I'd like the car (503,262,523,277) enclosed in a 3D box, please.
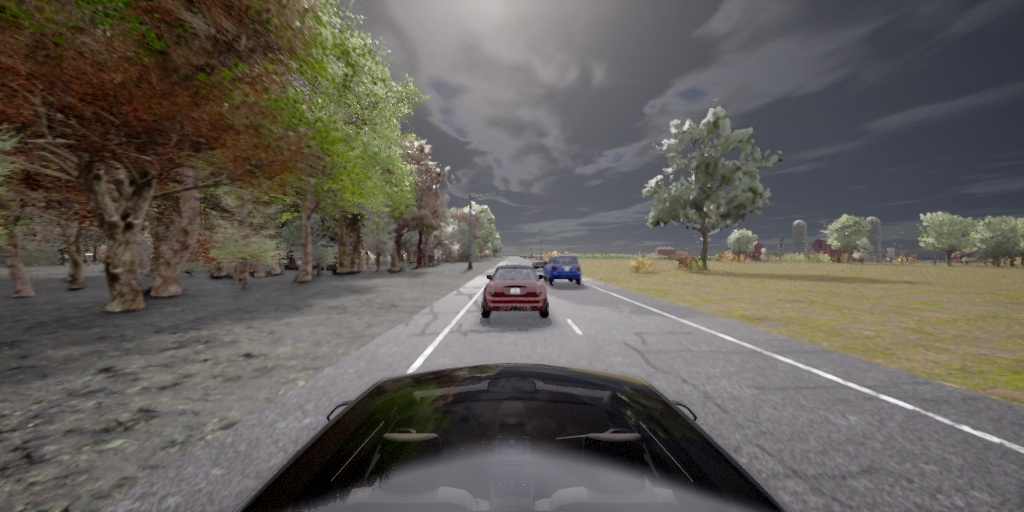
[{"bbox_3d":[0.101,1.317,36.616,1.895,1.301,4.718,0,0,0],"label":"car"}]

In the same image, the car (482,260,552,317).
[{"bbox_3d":[0.102,1.091,13.182,2.097,1.767,4.553,0,0,0],"label":"car"}]

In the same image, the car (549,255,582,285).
[{"bbox_3d":[3.565,0.951,25.858,2.150,2.045,5.566,0,0,0],"label":"car"}]
